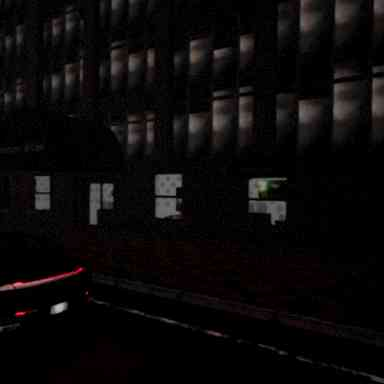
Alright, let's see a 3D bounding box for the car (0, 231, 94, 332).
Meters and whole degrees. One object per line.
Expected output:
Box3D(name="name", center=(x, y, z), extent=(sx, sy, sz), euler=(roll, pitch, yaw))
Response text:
Box3D(name="car", center=(-3.981, 1.508, 6.265), extent=(4.902, 1.511, 2.128), euler=(0, 0, 34))
